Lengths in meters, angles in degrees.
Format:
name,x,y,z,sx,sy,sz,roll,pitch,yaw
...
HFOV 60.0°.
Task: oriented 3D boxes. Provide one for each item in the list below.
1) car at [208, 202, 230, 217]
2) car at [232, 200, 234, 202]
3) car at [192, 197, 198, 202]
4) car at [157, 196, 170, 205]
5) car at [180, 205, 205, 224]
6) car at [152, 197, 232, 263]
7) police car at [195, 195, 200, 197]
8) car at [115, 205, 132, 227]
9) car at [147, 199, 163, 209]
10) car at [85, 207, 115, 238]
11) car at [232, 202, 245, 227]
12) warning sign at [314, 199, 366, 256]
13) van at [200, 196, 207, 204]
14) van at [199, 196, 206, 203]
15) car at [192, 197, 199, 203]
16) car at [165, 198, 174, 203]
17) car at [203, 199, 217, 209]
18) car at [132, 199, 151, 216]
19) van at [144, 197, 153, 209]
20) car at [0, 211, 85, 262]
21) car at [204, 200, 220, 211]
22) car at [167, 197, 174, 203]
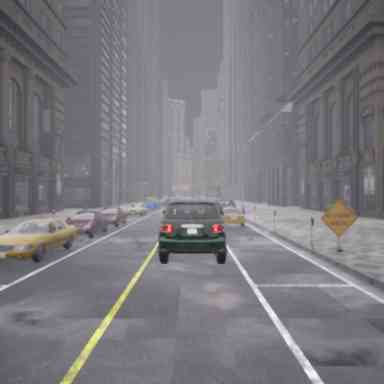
name,x,y,z,sx,sy,sz,roll,pitch,yaw
car,2.746,1.777,35.093,2.008,1.369,4.403,0,0,0
car,2.748,1.504,29.476,2.192,1.841,5.009,0,0,0
car,0.855,2.167,94.474,1.812,1.442,4.674,0,0,0
car,-5.796,1.770,68.790,2.192,1.841,5.009,0,0,0
car,0.049,1.779,27.858,1.895,1.301,4.718,0,0,0
car,0.047,1.292,12.340,2.150,2.045,5.566,0,-1,1
police car,0.862,1.950,78.585,1.930,1.638,5.238,0,0,0
car,-5.774,1.734,23.839,1.802,1.307,4.206,0,0,0
car,-5.787,1.890,51.933,2.008,1.369,4.403,0,0,0
car,-5.771,1.697,18.221,1.802,1.307,4.206,0,0,0
car,2.751,1.678,24.026,1.752,1.417,4.829,0,0,0
warning sign,5.062,1.186,11.480,1.300,1.860,1.060,0,0,0
van,2.723,1.876,80.040,1.690,1.788,3.998,0,0,0
van,2.721,1.917,85.659,1.690,1.788,3.998,0,0,0
car,0.858,2.102,88.474,1.837,1.490,4.892,0,0,0
car,-5.804,2.142,85.645,1.947,1.339,4.313,0,0,0
car,2.738,1.884,51.948,1.887,1.381,4.507,0,0,0
car,-5.779,1.751,34.907,1.752,1.417,4.829,0,0,0
van,-5.785,1.643,46.316,1.690,1.788,3.998,0,0,0
car,-5.768,1.603,12.433,1.752,1.417,4.829,0,0,0
car,2.740,1.846,46.330,1.887,1.381,4.507,0,0,0
car,-5.807,2.142,91.093,1.752,1.417,4.829,0,0,0
